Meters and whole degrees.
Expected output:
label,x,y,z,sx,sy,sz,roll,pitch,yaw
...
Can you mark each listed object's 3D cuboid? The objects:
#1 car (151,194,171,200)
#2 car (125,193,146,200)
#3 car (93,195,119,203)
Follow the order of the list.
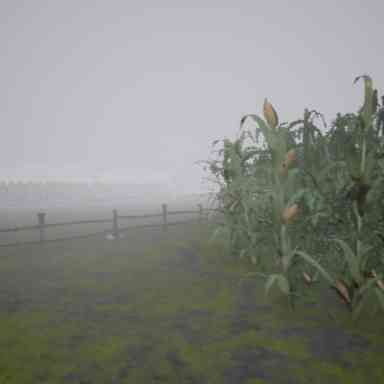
label,x,y,z,sx,sy,sz,roll,pitch,yaw
car,-6.482,1.070,70.660,1.895,1.301,4.718,-1,0,35
car,-11.656,0.929,68.122,1.895,1.301,4.718,-1,0,35
car,-15.069,1.230,58.539,2.128,1.511,4.902,-1,0,35
